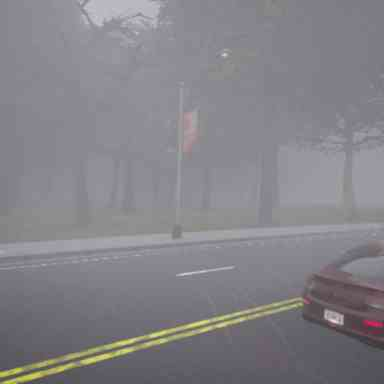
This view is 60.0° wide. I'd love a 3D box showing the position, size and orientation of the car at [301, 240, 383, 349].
[{"bbox_3d":[3.904,1.594,5.858,4.674,1.442,1.812,1,0,-33],"label":"car"}]
